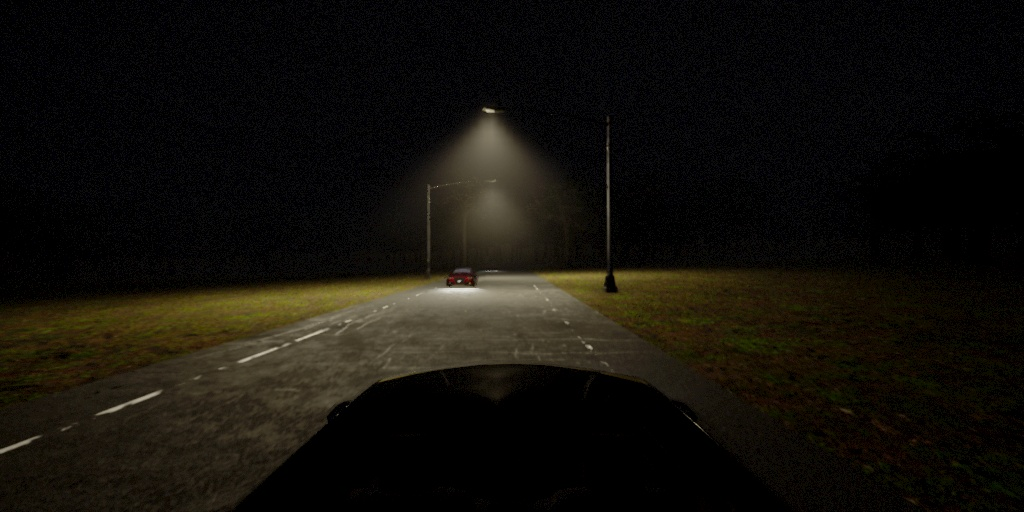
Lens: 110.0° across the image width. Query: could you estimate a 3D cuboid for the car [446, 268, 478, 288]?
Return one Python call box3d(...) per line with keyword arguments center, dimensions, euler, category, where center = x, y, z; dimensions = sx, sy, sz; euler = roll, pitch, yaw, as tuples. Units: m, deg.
box3d(center=(-3.633, 1.571, 26.785), dimensions=(1.994, 1.385, 4.181), euler=(0, -1, 0), category="car")
